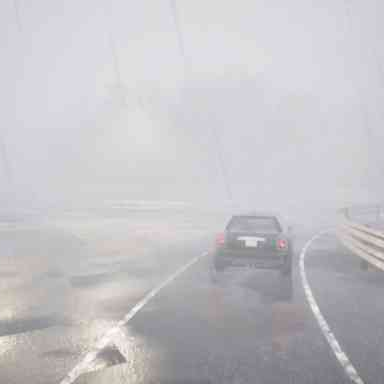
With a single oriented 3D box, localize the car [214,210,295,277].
[{"bbox_3d":[2.186,1.395,10.805,2.097,1.767,4.553,1,0,17],"label":"car"}]
